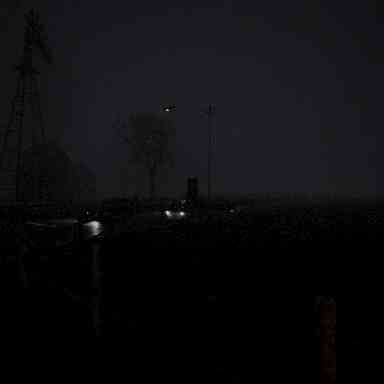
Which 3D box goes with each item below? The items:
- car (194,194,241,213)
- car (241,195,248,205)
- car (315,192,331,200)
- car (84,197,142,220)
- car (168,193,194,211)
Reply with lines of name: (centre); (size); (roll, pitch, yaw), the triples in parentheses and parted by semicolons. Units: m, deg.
car: (2.521, 1.170, 31.332); (1.812, 1.442, 4.674); (1, 2, 35)
car: (5.388, 1.005, 41.778); (1.994, 1.385, 4.181); (1, 2, 35)
car: (24.665, 0.710, 62.601); (1.994, 1.385, 4.181); (1, 1, 36)
car: (-6.023, 1.206, 25.676); (1.837, 1.490, 4.892); (1, 2, 35)
car: (-0.383, 0.925, 33.629); (2.097, 1.767, 4.553); (1, 2, 35)
